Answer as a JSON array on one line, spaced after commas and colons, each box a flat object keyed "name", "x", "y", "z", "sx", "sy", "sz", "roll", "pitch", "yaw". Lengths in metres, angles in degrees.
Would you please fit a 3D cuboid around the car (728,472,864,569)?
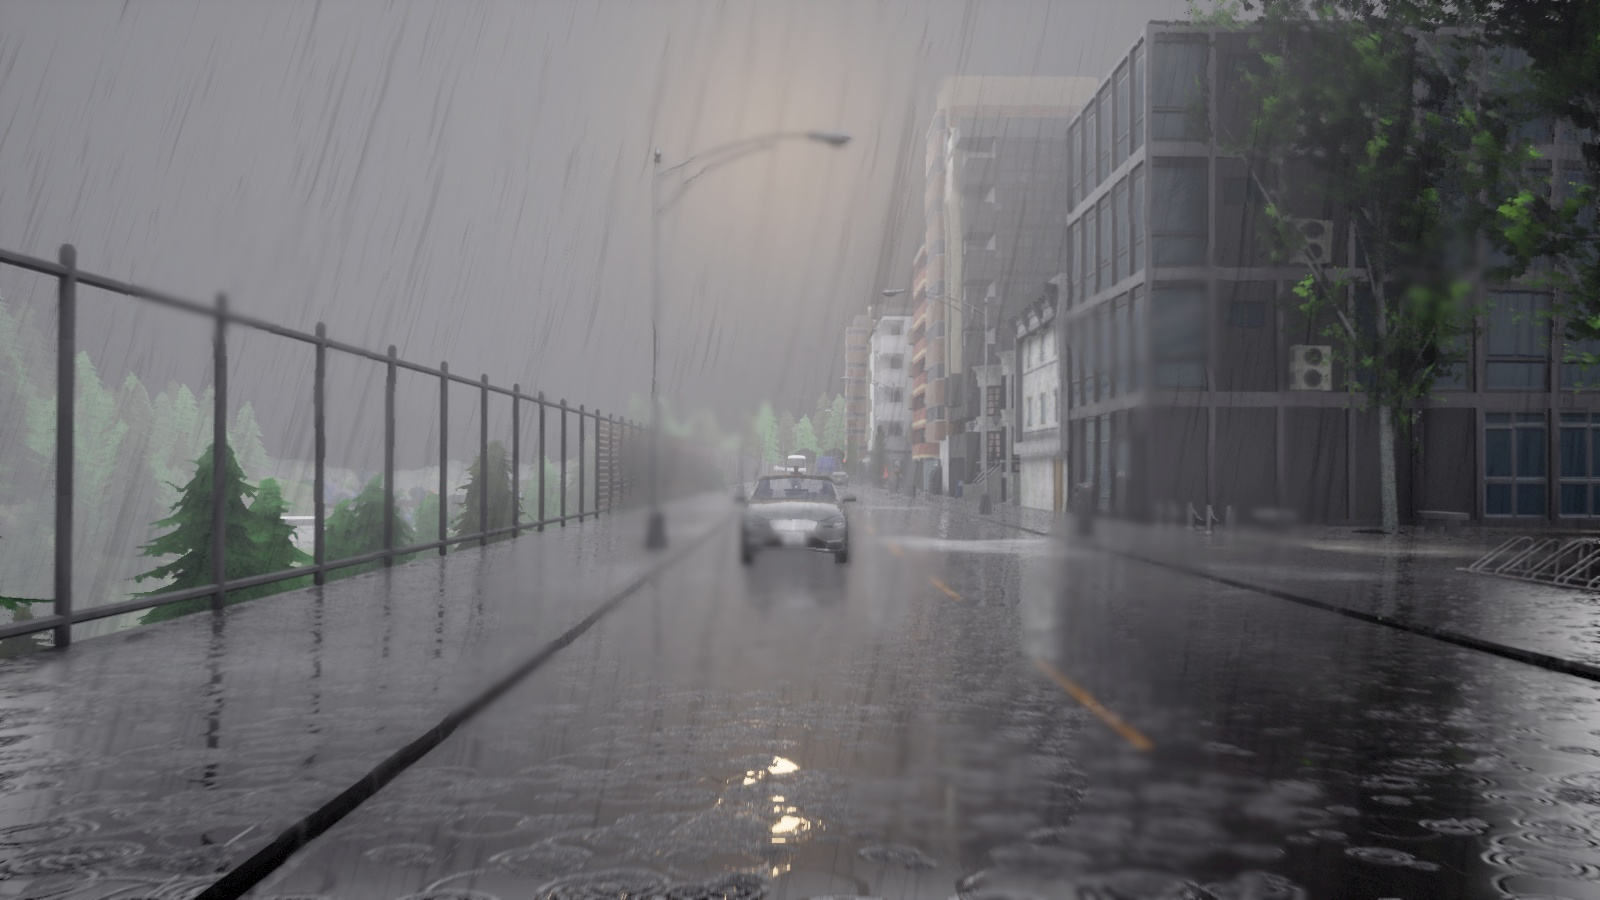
[{"name": "car", "x": -0.062, "y": 1.142, "z": 22.155, "sx": 2.128, "sy": 1.511, "sz": 4.902, "roll": 0, "pitch": -1, "yaw": 0}]
